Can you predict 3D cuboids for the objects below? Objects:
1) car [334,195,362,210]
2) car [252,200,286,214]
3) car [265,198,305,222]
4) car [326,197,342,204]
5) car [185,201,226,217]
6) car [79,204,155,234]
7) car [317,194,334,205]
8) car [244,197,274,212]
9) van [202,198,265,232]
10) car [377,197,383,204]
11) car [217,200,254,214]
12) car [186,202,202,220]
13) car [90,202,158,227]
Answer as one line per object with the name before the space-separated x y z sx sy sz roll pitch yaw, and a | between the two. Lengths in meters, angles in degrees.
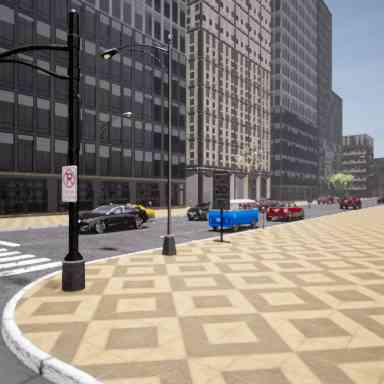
car | 21.225 1.368 44.493 2.192 1.841 5.009 0 0 38
car | 8.709 1.632 37.137 1.895 1.301 4.718 0 0 38
car | 7.610 1.472 26.888 1.967 1.590 4.097 0 0 38
car | 28.607 1.625 66.918 2.008 1.369 4.403 0 0 38
car | 1.377 1.604 31.710 1.802 1.307 4.206 0 0 38
car | -4.765 1.508 19.741 2.128 1.511 4.902 0 0 38
car | 25.204 1.381 62.518 2.192 1.841 5.009 0 0 38
car | 8.184 1.471 40.512 1.967 1.590 4.097 0 0 38
van | 2.632 1.368 20.270 1.690 1.788 3.998 0 0 38
car | 38.243 1.658 66.497 1.947 1.339 4.313 0 0 38
car | 4.781 1.571 36.111 1.887 1.381 4.507 0 0 38
car | 1.485 1.528 27.819 1.837 1.490 4.892 0 0 38
car | -4.749 1.540 24.001 1.752 1.417 4.829 0 0 38
